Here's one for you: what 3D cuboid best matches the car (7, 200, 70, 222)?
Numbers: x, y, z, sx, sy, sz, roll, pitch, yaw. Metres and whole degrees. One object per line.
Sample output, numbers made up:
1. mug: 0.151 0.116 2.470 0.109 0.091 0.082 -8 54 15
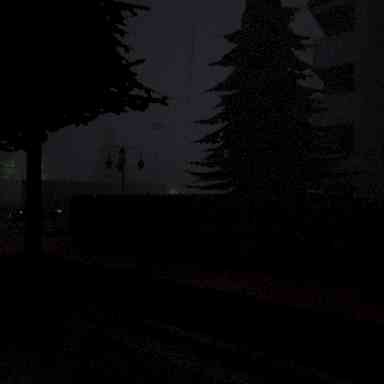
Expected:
1. car: -10.986 1.377 24.676 2.128 1.511 4.902 0 0 36
